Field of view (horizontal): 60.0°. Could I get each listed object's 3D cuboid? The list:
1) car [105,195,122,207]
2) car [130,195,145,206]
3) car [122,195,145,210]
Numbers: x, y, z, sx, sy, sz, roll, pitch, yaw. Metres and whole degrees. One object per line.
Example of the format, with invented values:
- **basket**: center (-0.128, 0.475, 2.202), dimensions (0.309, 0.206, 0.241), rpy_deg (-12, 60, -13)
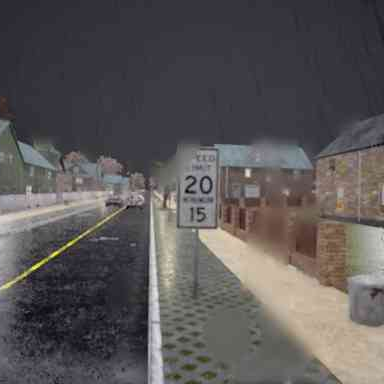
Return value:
- **car**: center (-9.927, 1.154, 42.751), dimensions (2.033, 1.411, 5.357), rpy_deg (2, 0, -7)
- **car**: center (-7.825, 1.168, 48.161), dimensions (1.812, 1.442, 4.674), rpy_deg (2, 0, -7)
- **car**: center (-6.582, 1.261, 38.541), dimensions (2.033, 1.411, 5.357), rpy_deg (2, 0, -7)
